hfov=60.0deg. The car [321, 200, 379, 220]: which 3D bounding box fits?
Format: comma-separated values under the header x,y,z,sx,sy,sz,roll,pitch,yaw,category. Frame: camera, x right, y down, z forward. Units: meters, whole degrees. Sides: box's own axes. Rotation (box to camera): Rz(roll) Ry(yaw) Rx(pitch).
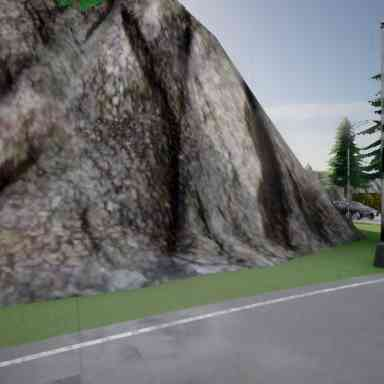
x,y,z,sx,sy,sz,roll,pitch,yaw,category
13.420,1.492,28.473,2.128,1.511,4.902,0,0,-25,car
